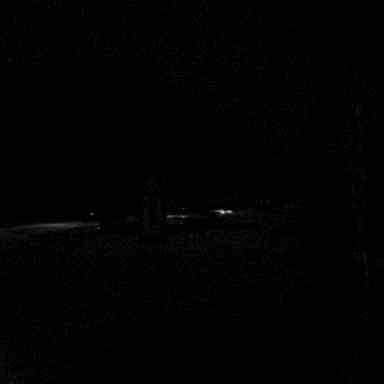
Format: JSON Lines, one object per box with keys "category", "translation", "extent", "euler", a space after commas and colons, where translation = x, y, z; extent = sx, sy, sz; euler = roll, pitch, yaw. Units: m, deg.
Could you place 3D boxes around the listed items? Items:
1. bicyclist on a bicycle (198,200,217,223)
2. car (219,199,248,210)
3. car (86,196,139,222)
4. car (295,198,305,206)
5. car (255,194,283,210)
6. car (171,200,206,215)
{"category": "bicyclist on a bicycle", "translation": [1.126, 1.444, 24.538], "extent": [1.656, 1.620, 0.582], "euler": [0, 1, 36]}
{"category": "car", "translation": [5.814, 1.711, 45.517], "extent": [2.033, 1.411, 5.357], "euler": [-1, 0, 36]}
{"category": "car", "translation": [-6.339, 1.385, 28.551], "extent": [2.150, 2.045, 5.566], "euler": [-1, 0, 35]}
{"category": "car", "translation": [19.397, 1.679, 57.349], "extent": [2.033, 1.411, 5.357], "euler": [-1, 0, 35]}
{"category": "car", "translation": [10.364, 1.344, 44.702], "extent": [2.150, 2.045, 5.566], "euler": [-1, -2, 36]}
{"category": "car", "translation": [-0.357, 1.641, 36.909], "extent": [1.882, 1.535, 5.008], "euler": [-1, 0, 35]}
